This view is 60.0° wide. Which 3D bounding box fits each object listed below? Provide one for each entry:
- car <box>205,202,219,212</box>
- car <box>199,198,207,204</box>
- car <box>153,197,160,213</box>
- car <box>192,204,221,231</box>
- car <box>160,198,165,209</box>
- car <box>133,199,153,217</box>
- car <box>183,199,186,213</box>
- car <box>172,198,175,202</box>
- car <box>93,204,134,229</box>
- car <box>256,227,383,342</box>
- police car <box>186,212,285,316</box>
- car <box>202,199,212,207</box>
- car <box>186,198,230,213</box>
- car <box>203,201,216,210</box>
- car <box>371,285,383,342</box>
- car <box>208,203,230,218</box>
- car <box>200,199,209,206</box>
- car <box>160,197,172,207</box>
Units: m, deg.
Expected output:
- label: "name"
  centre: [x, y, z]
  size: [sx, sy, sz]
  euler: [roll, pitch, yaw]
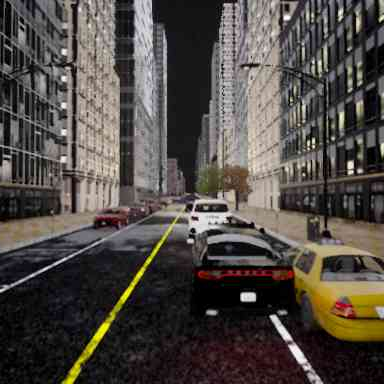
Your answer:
- label: "car"
  centre: [2.745, 2.052, 46.305]
  size: [1.802, 1.307, 4.206]
  euler: [0, -1, 0]
- label: "car"
  centre: [2.788, 2.357, 86.028]
  size: [1.887, 1.381, 4.507]
  euler: [1, 0, 0]
- label: "car"
  centre: [-5.639, 1.732, 40.656]
  size: [2.192, 1.841, 5.009]
  euler: [0, -1, 0]
- label: "car"
  centre: [0.925, 1.729, 23.821]
  size: [1.882, 1.535, 5.008]
  euler: [0, -1, 0]
- label: "car"
  centre: [-5.630, 2.105, 52.002]
  size: [1.802, 1.307, 4.206]
  euler: [1, -1, 0]
- label: "car"
  centre: [-5.646, 1.803, 34.979]
  size: [1.967, 1.590, 4.097]
  euler: [0, -1, 0]
- label: "car"
  centre: [0.060, 1.960, 44.716]
  size: [1.837, 1.490, 4.892]
  euler: [0, 0, 1]
- label: "car"
  centre: [-5.604, 2.161, 74.706]
  size: [1.967, 1.590, 4.097]
  euler: [1, 0, 0]
- label: "car"
  centre: [-5.660, 1.795, 23.626]
  size: [1.887, 1.381, 4.507]
  euler: [0, -1, 0]
- label: "car"
  centre: [2.703, 1.600, 6.754]
  size: [1.752, 1.417, 4.829]
  euler: [0, -1, 0]
- label: "police car"
  centre: [0.908, 1.513, 7.933]
  size: [1.930, 1.638, 5.238]
  euler: [0, -1, 0]
- label: "car"
  centre: [2.764, 2.150, 63.499]
  size: [1.752, 1.417, 4.829]
  euler: [1, 0, 0]
- label: "car"
  centre: [0.919, 1.416, 17.854]
  size: [2.150, 2.045, 5.566]
  euler: [0, -1, 0]
- label: "car"
  centre: [2.751, 2.104, 51.979]
  size: [1.802, 1.307, 4.206]
  euler: [1, -1, 0]
- label: "car"
  centre: [2.696, 1.562, 0.908]
  size: [2.008, 1.369, 4.403]
  euler: [0, -1, 0]
- label: "car"
  centre: [2.733, 1.927, 34.957]
  size: [1.947, 1.339, 4.313]
  euler: [0, -1, 0]
- label: "car"
  centre: [2.775, 2.285, 74.678]
  size: [1.947, 1.339, 4.313]
  euler: [1, 0, 0]
- label: "car"
  centre: [-5.615, 1.939, 63.357]
  size: [2.192, 1.841, 5.009]
  euler: [1, -1, 0]
